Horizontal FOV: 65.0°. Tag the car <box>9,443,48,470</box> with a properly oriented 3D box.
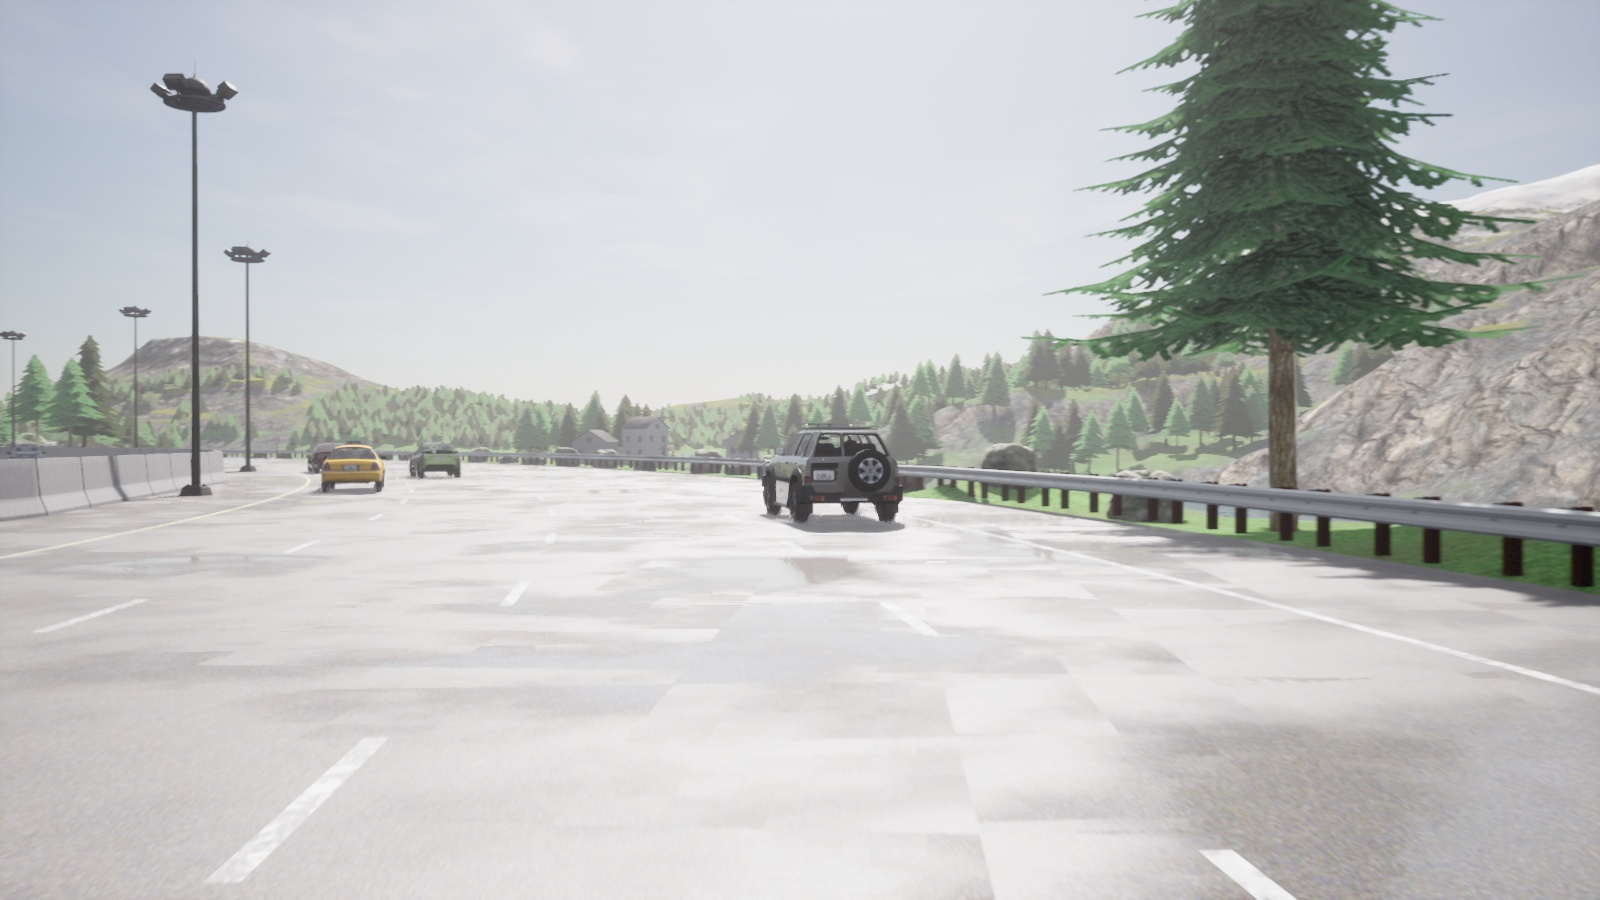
[{"bbox_3d":[-43.783,0.351,71.298,1.845,1.501,3.633,0,0,-32],"label":"car"}]

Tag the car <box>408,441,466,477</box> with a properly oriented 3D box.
[{"bbox_3d":[-16.155,0.375,55.779,2.007,1.525,4.514,0,0,-22],"label":"car"}]

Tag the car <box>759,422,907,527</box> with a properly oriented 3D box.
[{"bbox_3d":[0.528,0.423,24.744,1.932,1.855,4.605,0,0,-11],"label":"car"}]

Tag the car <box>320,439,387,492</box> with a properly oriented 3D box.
[{"bbox_3d":[-14.234,0.456,40.268,1.801,1.575,5.366,0,0,-17],"label":"car"}]

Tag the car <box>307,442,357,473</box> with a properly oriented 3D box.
[{"bbox_3d":[-24.356,0.351,65.275,1.882,1.535,5.008,0,0,-27],"label":"car"}]
